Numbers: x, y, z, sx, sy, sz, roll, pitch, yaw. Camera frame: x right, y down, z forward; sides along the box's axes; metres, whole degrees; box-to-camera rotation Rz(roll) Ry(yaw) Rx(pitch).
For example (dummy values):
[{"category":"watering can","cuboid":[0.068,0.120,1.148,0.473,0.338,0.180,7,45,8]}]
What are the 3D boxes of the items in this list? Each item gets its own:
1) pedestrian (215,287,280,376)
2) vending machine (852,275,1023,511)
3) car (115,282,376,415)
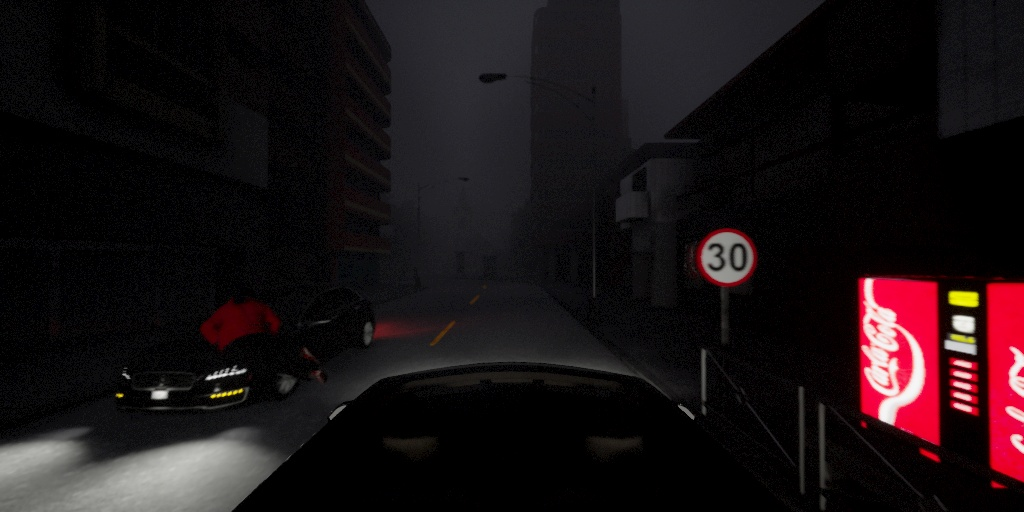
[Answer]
[{"category":"pedestrian","cuboid":[-3.284,1.154,4.474,0.375,1.860,0.375,-18,-24,-28]},{"category":"vending machine","cuboid":[4.301,1.188,3.487,1.100,2.100,0.880,0,0,0]},{"category":"car","cuboid":[-4.097,1.312,6.593,1.837,1.490,4.892,0,1,0]}]
